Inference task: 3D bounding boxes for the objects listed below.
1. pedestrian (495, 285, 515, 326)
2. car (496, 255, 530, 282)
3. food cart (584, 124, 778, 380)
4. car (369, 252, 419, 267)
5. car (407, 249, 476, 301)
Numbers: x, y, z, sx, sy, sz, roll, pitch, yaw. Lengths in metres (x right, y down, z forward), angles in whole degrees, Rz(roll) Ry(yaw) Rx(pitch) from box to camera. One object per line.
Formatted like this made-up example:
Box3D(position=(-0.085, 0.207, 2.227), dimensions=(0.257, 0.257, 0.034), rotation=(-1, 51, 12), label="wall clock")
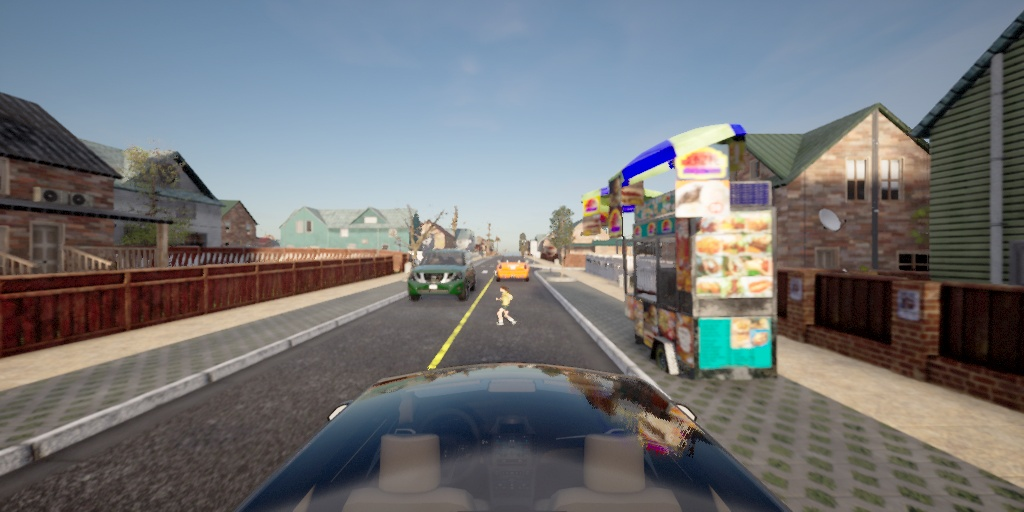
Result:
Box3D(position=(-0.157, 1.278, 9.402), dimensions=(0.500, 1.100, 0.500), rotation=(1, 0, -3), label="pedestrian")
Box3D(position=(0.071, 0.690, 24.125), dimensions=(2.097, 1.767, 4.553), rotation=(0, 1, 0), label="car")
Box3D(position=(3.011, 0.120, 6.726), dimensions=(2.280, 3.560, 4.660), rotation=(0, 0, 0), label="food cart")
Box3D(position=(-12.845, 0.343, 39.221), dimensions=(4.892, 1.490, 1.837), rotation=(1, -1, 1), label="car")
Box3D(position=(-2.838, 0.710, 15.690), dimensions=(2.150, 2.045, 5.566), rotation=(0, 1, 0), label="car")
